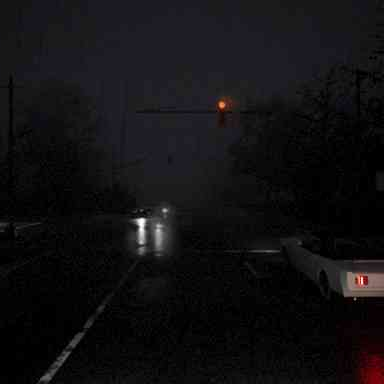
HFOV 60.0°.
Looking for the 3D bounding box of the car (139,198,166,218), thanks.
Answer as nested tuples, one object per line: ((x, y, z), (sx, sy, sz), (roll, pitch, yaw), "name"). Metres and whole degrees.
((-3.727, 1.527, 30.638), (1.812, 1.442, 4.674), (0, 0, -1), "car")

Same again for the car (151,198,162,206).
((-7.443, 2.067, 69.046), (1.837, 1.490, 4.892), (0, -1, -13), "car")

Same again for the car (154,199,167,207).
((-5.450, 1.868, 57.532), (1.994, 1.385, 4.181), (0, -1, -8), "car")

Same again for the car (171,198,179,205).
((-5.056, 2.126, 73.620), (1.882, 1.535, 5.008), (0, -1, -19), "car")

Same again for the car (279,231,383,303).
((3.587, 1.601, 8.152), (1.895, 1.301, 4.718), (0, 0, 0), "car")

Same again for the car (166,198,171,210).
((-4.224, 1.656, 44.906), (1.994, 1.385, 4.181), (0, -1, -3), "car")

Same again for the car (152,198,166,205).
((-8.289, 2.388, 82.951), (2.128, 1.511, 4.902), (0, -1, -25), "car")
